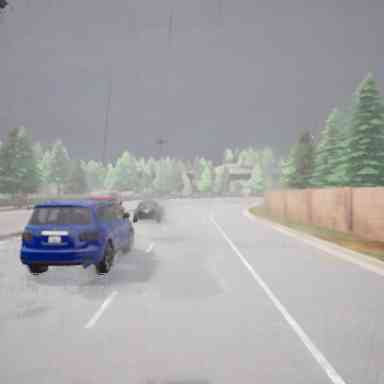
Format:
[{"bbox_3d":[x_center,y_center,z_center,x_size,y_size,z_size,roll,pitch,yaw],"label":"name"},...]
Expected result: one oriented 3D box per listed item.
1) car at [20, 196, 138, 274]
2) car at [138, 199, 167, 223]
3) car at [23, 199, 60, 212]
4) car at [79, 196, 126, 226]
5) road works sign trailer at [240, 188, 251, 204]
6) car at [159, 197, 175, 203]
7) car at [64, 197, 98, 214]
[{"bbox_3d":[-3.404,1.281,10.936,2.150,2.045,5.566,0,0,0],"label":"car"},{"bbox_3d":[-3.374,1.495,26.981,2.097,1.767,4.553,0,0,0],"label":"car"},{"bbox_3d":[-19.805,1.726,43.979,2.128,1.511,4.902,0,0,8],"label":"car"},{"bbox_3d":[-6.881,1.362,26.308,2.150,2.045,5.566,0,0,0],"label":"car"},{"bbox_3d":[12.069,0.852,73.430,2.380,3.560,2.880,0,0,34],"label":"road works sign trailer"},{"bbox_3d":[-6.273,2.009,83.358,1.895,1.301,4.718,0,0,28],"label":"car"},{"bbox_3d":[-13.241,1.563,40.068,2.097,1.767,4.553,0,0,7],"label":"car"}]
